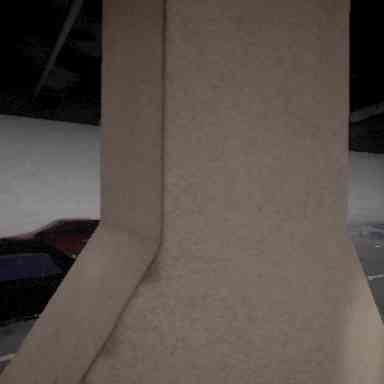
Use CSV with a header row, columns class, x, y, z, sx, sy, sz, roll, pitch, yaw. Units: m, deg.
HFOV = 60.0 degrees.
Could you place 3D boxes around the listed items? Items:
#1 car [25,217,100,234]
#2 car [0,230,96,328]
class,x,y,z,sx,sy,sz,roll,pitch,yaw
car,-3.634,1.497,9.733,4.674,1.442,1.812,1,0,-33
car,-3.431,1.567,5.699,4.718,1.301,1.895,1,0,-35
